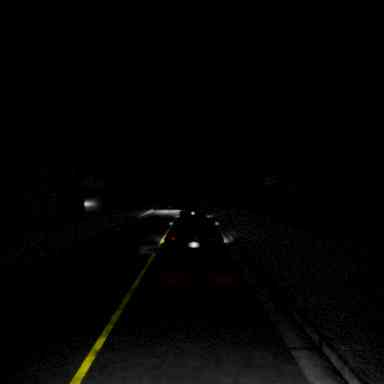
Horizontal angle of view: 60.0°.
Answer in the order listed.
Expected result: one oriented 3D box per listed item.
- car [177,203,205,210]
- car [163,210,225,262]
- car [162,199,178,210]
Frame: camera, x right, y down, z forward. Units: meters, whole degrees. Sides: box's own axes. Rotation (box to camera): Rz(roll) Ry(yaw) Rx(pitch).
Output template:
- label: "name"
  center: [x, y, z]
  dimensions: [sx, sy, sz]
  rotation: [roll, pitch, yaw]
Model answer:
- label: "car"
  center: [0.079, 1.566, 27.215]
  dimensions: [1.994, 1.385, 4.181]
  rotation: [0, 0, 0]
- label: "car"
  center: [0.074, 1.564, 12.049]
  dimensions: [1.994, 1.385, 4.181]
  rotation: [0, 0, 0]
- label: "car"
  center: [-2.835, 1.603, 43.762]
  dimensions: [1.895, 1.301, 4.718]
  rotation: [0, 0, 0]
